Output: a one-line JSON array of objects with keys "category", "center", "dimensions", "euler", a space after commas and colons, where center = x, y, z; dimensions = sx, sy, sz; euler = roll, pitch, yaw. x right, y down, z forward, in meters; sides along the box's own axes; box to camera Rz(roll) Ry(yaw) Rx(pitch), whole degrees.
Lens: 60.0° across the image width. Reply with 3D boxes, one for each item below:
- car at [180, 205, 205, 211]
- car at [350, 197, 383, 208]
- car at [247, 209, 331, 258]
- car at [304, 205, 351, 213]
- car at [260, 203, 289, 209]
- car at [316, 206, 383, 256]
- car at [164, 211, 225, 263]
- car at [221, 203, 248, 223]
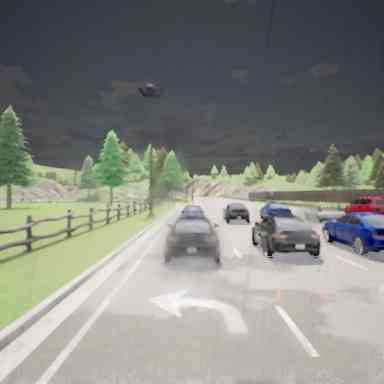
[{"category": "car", "center": [0.055, 1.718, 25.259], "dimensions": [2.033, 1.411, 5.357], "euler": [0, 0, 1]}, {"category": "car", "center": [14.070, 1.400, 26.276], "dimensions": [2.150, 2.045, 5.566], "euler": [0, 0, 1]}, {"category": "car", "center": [3.541, 1.614, 13.096], "dimensions": [1.812, 1.442, 4.674], "euler": [0, 0, 1]}, {"category": "car", "center": [10.577, 1.781, 26.787], "dimensions": [1.895, 1.301, 4.718], "euler": [0, 0, 1]}, {"category": "car", "center": [7.096, 1.670, 28.609], "dimensions": [1.882, 1.535, 5.008], "euler": [0, 0, 1]}, {"category": "car", "center": [7.045, 1.569, 13.593], "dimensions": [1.882, 1.535, 5.008], "euler": [0, 0, 1]}, {"category": "car", "center": [0.032, 1.610, 12.253], "dimensions": [1.812, 1.442, 4.674], "euler": [0, -1, 1]}, {"category": "car", "center": [3.585, 1.691, 27.441], "dimensions": [1.837, 1.490, 4.892], "euler": [0, 0, 1]}]
